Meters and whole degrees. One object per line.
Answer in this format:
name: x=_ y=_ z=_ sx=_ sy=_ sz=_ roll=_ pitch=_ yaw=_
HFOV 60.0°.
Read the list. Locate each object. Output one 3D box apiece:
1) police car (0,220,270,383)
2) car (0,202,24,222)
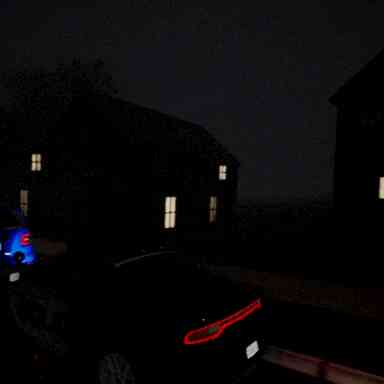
police car: x=-1.460 y=1.453 z=5.035 sx=5.238 sy=1.638 sz=1.930 roll=0 pitch=0 yaw=36
car: x=-6.315 y=1.254 z=8.490 sx=5.566 sy=2.045 sz=2.150 roll=0 pitch=0 yaw=35
